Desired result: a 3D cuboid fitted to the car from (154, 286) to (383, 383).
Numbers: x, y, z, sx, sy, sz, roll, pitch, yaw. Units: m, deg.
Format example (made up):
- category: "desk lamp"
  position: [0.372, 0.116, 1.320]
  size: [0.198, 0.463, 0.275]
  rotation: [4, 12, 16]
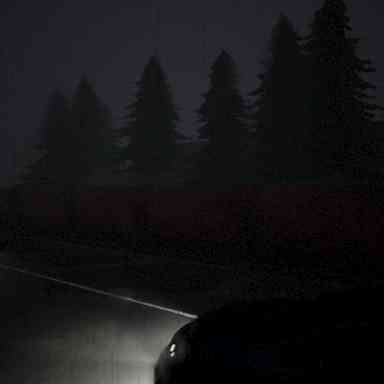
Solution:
- category: "car"
  position: [1.683, 1.564, 2.788]
  size: [4.181, 1.385, 1.994]
  rotation: [0, 0, 36]
